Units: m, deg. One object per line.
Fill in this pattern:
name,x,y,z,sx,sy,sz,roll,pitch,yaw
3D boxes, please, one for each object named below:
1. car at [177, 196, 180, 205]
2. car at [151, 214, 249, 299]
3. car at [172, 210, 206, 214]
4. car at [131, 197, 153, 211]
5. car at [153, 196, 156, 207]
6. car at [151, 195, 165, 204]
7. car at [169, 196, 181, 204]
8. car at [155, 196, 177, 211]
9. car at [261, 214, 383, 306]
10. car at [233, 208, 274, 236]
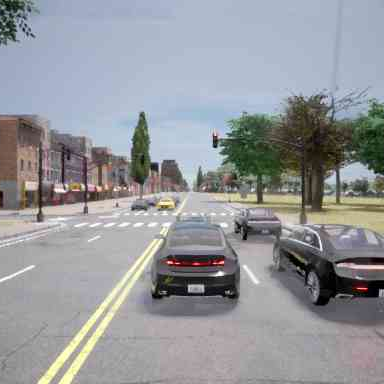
car,-3.352,1.607,53.617,1.994,1.385,4.181,0,0,0
car,0.080,1.531,8.506,1.837,1.490,4.892,0,0,0
car,0.048,1.690,17.811,1.895,1.301,4.718,0,0,0
car,-6.609,1.677,43.124,1.994,1.385,4.181,0,0,0
car,-6.605,1.591,53.489,2.033,1.411,5.357,0,0,0
car,-6.562,1.442,63.883,2.128,1.511,4.902,0,1,0
car,-3.309,1.492,64.589,2.033,1.411,5.357,0,0,0
car,-3.357,1.588,43.704,1.882,1.535,5.008,0,0,1
car,3.328,1.515,8.065,2.128,1.511,4.902,0,0,0
car,3.294,1.577,17.275,2.128,1.511,4.902,0,0,0
